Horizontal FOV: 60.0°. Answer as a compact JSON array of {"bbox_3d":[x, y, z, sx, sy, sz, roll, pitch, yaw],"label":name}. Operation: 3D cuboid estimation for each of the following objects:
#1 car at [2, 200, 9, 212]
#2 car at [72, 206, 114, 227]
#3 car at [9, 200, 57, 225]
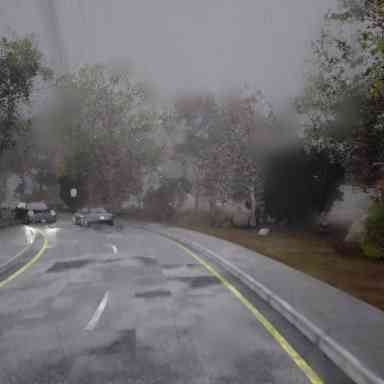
[{"bbox_3d":[-19.585,1.553,36.266,4.181,1.385,1.994,1,0,36],"label":"car"},{"bbox_3d":[-7.348,1.748,24.456,1.994,1.385,4.181,1,-1,-36],"label":"car"},{"bbox_3d":[-12.233,1.504,25.820,2.097,1.767,4.553,1,0,-42],"label":"car"}]
